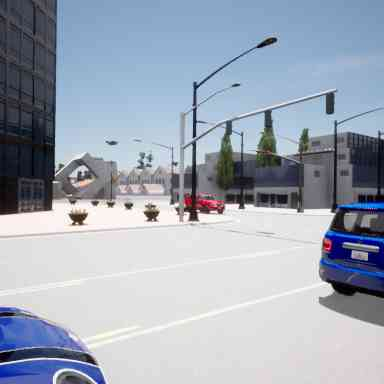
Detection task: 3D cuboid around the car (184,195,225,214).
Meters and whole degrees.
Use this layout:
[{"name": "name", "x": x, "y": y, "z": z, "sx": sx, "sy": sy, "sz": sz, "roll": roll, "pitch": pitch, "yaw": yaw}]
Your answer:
[{"name": "car", "x": 1.299, "y": 1.314, "z": 36.715, "sx": 2.150, "sy": 2.045, "sz": 5.566, "roll": 1, "pitch": -1, "yaw": -35}]

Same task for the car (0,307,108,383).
[{"name": "car", "x": -2.729, "y": 1.352, "z": 1.796, "sx": 4.553, "sy": 1.767, "sz": 2.097, "roll": 0, "pitch": 0, "yaw": -35}]

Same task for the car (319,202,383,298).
[{"name": "car", "x": 5.200, "y": 1.239, "z": 7.507, "sx": 5.566, "sy": 2.045, "sz": 2.150, "roll": 0, "pitch": 0, "yaw": -35}]
